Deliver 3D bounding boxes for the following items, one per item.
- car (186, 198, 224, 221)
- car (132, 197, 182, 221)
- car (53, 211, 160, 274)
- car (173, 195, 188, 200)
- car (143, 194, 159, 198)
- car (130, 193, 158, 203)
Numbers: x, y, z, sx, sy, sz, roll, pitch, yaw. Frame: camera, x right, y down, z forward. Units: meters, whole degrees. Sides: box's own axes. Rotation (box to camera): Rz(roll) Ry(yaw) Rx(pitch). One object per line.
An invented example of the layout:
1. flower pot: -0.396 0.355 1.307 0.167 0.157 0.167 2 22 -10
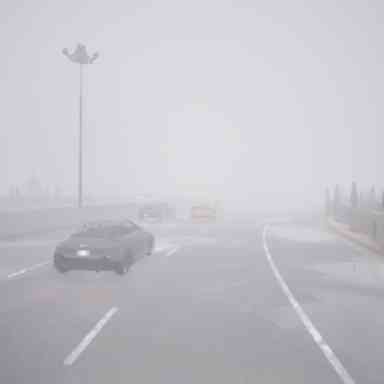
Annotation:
1. car: 1.344 1.440 27.460 1.882 1.535 5.008 0 0 18
2. car: -2.650 1.450 26.467 1.837 1.490 4.892 0 0 16
3. car: -2.536 1.535 10.518 1.994 1.385 4.181 0 0 7
4. car: -2.001 1.266 46.521 2.097 1.767 4.553 0 0 29
5. car: -4.712 1.462 48.852 1.994 1.385 4.181 0 0 29
6. car: -7.177 1.105 51.619 2.150 2.045 5.566 0 0 29
